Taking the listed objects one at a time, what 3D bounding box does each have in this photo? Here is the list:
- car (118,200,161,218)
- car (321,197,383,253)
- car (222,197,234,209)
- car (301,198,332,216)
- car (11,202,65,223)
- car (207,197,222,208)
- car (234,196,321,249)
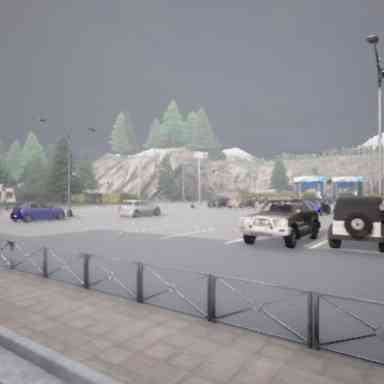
[{"bbox_3d":[-4.523,1.454,28.983,1.970,1.475,3.806,0,0,35],"label":"car"},{"bbox_3d":[6.388,1.098,12.413,1.905,1.878,3.866,0,0,35],"label":"car"},{"bbox_3d":[6.443,1.401,44.089,2.152,1.636,5.027,0,0,35],"label":"car"},{"bbox_3d":[11.625,1.359,30.960,1.845,1.501,3.633,0,0,35],"label":"car"},{"bbox_3d":[-11.260,1.451,24.676,1.845,1.501,3.633,0,0,35],"label":"car"},{"bbox_3d":[3.860,1.419,45.869,2.007,1.523,4.514,0,0,35],"label":"car"},{"bbox_3d":[3.784,1.126,13.766,1.932,1.855,4.605,0,0,35],"label":"car"}]
